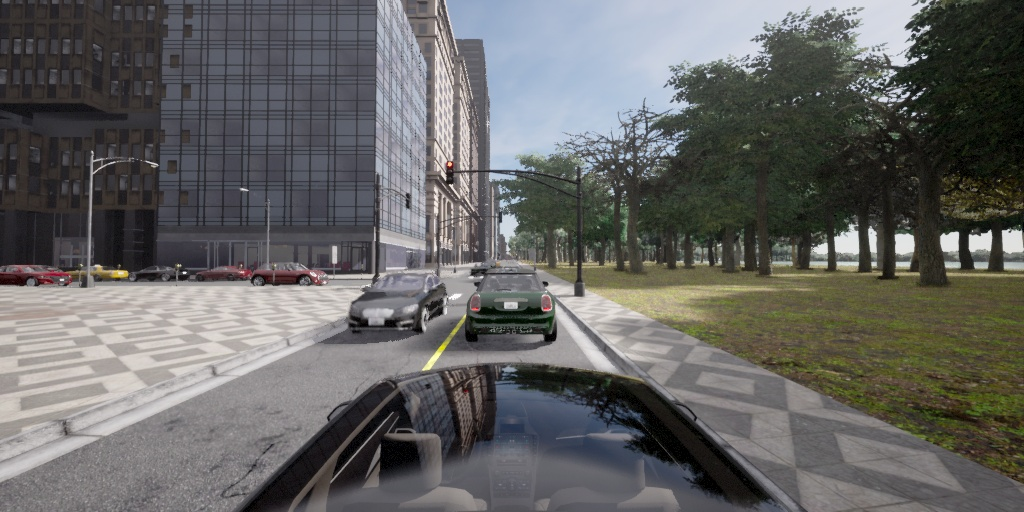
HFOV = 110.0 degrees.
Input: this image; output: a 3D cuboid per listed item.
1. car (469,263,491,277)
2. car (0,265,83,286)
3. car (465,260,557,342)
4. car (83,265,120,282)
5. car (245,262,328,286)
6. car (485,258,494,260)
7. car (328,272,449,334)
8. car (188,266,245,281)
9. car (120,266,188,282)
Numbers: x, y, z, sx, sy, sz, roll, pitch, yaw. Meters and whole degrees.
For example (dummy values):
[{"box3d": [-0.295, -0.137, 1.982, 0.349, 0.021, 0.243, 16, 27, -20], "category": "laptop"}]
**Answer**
[{"box3d": [-3.216, 1.416, 37.161, 1.895, 1.301, 4.718, 0, 0, 0], "category": "car"}, {"box3d": [-30.040, 1.235, 22.115, 4.507, 1.381, 1.888, 0, 0, 0], "category": "car"}, {"box3d": [-0.014, 1.108, 9.994, 2.097, 1.767, 4.553, 0, 0, 0], "category": "car"}, {"box3d": [-35.733, 1.444, 30.609, 4.829, 1.417, 1.751, 0, 0, 0], "category": "car"}, {"box3d": [-13.609, 1.120, 22.194, 4.097, 1.591, 1.967, 0, 0, -1], "category": "car"}, {"box3d": [-3.259, 1.224, 51.120, 2.097, 1.767, 4.553, 0, -1, 0], "category": "car"}, {"box3d": [-3.126, 1.248, 10.708, 2.128, 1.511, 4.902, 0, 0, 0], "category": "car"}, {"box3d": [-24.589, 1.494, 30.663, 4.207, 1.307, 1.802, 0, 0, 0], "category": "car"}, {"box3d": [-30.076, 1.481, 30.637, 4.313, 1.339, 1.948, 0, 0, 0], "category": "car"}]
